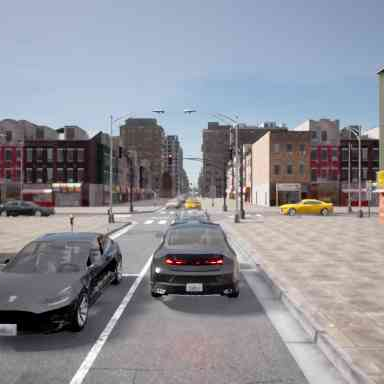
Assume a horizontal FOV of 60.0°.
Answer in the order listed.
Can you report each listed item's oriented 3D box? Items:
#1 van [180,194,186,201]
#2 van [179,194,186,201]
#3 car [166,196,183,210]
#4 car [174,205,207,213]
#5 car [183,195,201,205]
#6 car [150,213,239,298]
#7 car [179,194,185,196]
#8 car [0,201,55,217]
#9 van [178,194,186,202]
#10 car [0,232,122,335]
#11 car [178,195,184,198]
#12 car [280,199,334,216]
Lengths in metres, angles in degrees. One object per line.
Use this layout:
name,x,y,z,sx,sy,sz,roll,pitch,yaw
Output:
van,-2.496,1.551,95.077,1.690,1.788,3.998,0,0,0
van,-2.504,1.529,89.471,1.690,1.788,3.998,0,0,0
car,-2.569,1.571,44.458,1.752,1.417,4.829,0,0,0
car,0.054,1.608,17.747,1.895,1.301,4.718,0,0,1
car,0.190,1.522,43.726,1.882,1.535,5.008,0,0,0
car,0.083,1.507,8.536,1.837,1.490,4.892,0,0,1
car,-2.537,1.547,67.049,1.967,1.590,4.097,0,0,0
car,-14.721,1.539,29.549,4.892,1.490,1.837,0,0,0
van,-2.512,1.507,83.866,1.690,1.788,3.998,0,0,0
car,-2.623,1.567,6.858,1.947,1.339,4.313,0,0,0
car,-2.561,1.604,50.233,1.887,1.381,4.507,0,0,0
car,11.131,1.487,32.423,5.008,1.535,1.882,0,0,0
